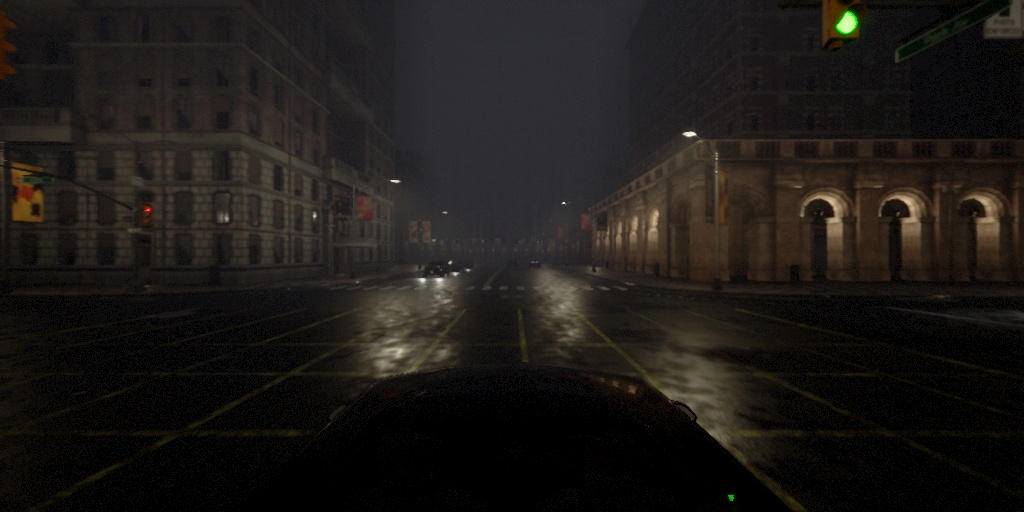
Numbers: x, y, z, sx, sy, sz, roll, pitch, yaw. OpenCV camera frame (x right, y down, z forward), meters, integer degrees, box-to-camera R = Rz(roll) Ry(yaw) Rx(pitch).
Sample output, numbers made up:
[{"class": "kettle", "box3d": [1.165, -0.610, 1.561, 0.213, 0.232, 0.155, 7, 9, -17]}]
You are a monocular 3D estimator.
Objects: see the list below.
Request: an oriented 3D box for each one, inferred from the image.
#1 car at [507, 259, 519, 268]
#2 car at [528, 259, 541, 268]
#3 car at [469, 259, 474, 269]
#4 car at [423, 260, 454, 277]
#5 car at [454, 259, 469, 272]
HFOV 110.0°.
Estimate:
[{"class": "car", "box3d": [0.150, 1.230, 57.866, 1.994, 1.385, 4.181, 0, 0, 1]}, {"class": "car", "box3d": [3.649, 1.158, 57.786, 2.128, 1.511, 4.902, 0, 0, 1]}, {"class": "car", "box3d": [-6.882, 1.218, 54.687, 2.033, 1.411, 5.357, 0, 0, 1]}, {"class": "car", "box3d": [-7.103, 1.206, 34.173, 1.837, 1.490, 4.892, 0, 0, 0]}, {"class": "car", "box3d": [-7.021, 1.234, 44.031, 2.033, 1.411, 5.357, 0, 0, 1]}]
